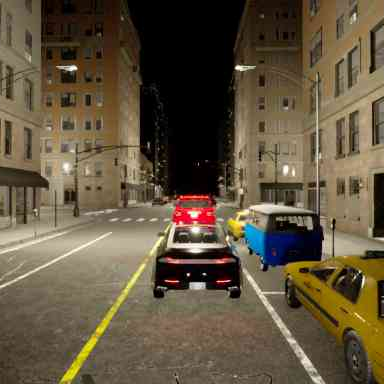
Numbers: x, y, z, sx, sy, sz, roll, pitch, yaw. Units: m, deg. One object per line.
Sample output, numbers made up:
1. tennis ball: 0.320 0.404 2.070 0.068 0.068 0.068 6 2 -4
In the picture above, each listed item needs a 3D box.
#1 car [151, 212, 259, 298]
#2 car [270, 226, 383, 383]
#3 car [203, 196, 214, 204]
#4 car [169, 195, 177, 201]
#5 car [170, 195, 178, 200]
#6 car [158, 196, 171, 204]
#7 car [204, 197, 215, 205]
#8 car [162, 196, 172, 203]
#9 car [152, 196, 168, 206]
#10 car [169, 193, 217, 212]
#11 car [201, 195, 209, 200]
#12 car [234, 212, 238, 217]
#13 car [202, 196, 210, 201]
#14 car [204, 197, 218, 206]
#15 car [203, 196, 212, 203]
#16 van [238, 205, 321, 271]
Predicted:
1. car: 0.106 1.493 8.474 2.128 1.511 4.902 0 0 0
2. car: 2.680 1.526 5.041 1.752 1.417 4.829 1 0 0
3. car: 3.192 1.553 64.942 2.008 1.369 4.403 1 0 1
4. car: -5.032 1.524 86.997 1.752 1.417 4.829 1 0 1
5. car: -4.954 1.563 92.696 1.947 1.339 4.313 1 0 1
6. car: -5.333 1.554 65.052 2.008 1.369 4.403 1 0 1
7. car: 3.116 1.548 59.412 1.887 1.381 4.507 1 0 1
8. car: -5.257 1.548 70.581 1.887 1.381 4.507 1 0 1
9. car: -5.485 1.587 53.995 1.802 1.307 4.206 1 0 1
10. car: 0.117 1.225 18.660 2.150 2.045 5.566 0 0 0
11. car: 3.571 1.547 92.593 2.008 1.369 4.403 1 0 1
12. car: 2.691 1.528 16.388 1.752 1.417 4.829 1 0 0
13. car: 3.419 1.565 81.533 1.947 1.339 4.313 1 0 1
14. car: 3.040 1.570 53.882 1.947 1.339 4.313 1 0 1
15. car: 3.268 1.546 70.472 1.887 1.381 4.507 1 0 1
16. van: 2.687 1.343 10.545 1.690 1.788 3.998 1 0 0
